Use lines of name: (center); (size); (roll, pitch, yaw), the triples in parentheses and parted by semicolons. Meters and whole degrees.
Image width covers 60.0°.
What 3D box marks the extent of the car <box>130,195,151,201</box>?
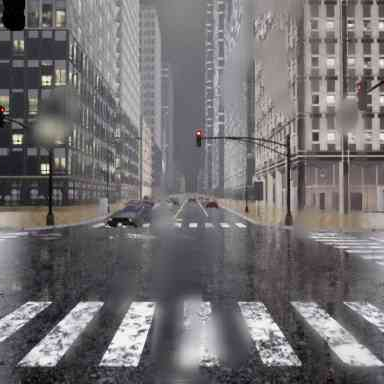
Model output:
car: (-5.687, 1.453, 33.774); (1.967, 1.590, 4.097); (1, 0, 0)

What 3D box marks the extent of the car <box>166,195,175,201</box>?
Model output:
car: (-5.712, 1.587, 89.525); (2.008, 1.369, 4.403); (1, 0, 0)

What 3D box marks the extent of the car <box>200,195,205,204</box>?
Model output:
car: (2.683, 1.547, 56.315); (1.752, 1.417, 4.829); (1, 0, 0)

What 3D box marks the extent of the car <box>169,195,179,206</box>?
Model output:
car: (-3.092, 1.570, 56.677); (2.033, 1.411, 5.357); (0, 0, 0)

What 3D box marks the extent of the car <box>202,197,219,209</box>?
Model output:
car: (2.685, 1.599, 44.989); (1.802, 1.307, 4.206); (1, 0, 0)

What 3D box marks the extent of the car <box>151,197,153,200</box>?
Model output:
car: (-5.693, 1.597, 39.349); (1.802, 1.307, 4.206); (1, 0, 0)

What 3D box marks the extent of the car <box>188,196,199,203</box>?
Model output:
car: (0.055, 1.574, 70.490); (2.033, 1.411, 5.357); (0, 0, 0)

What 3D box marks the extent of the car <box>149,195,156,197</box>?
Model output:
car: (-5.689, 1.332, 44.924); (2.192, 1.841, 5.009); (1, 0, 0)

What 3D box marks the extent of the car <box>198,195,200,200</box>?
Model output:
car: (2.679, 1.590, 61.722); (1.947, 1.339, 4.313); (1, 0, 0)

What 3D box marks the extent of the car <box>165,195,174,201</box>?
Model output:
car: (-5.710, 1.578, 83.950); (1.887, 1.381, 4.507); (1, 0, 0)

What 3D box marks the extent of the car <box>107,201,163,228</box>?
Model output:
car: (-3.807, 1.556, 22.355); (2.033, 1.411, 5.357); (0, 0, 10)

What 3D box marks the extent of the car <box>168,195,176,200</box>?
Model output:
car: (-5.715, 1.605, 95.101); (1.947, 1.339, 4.313); (1, 0, 0)

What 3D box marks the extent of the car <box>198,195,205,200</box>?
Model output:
car: (2.666, 1.584, 95.185); (1.887, 1.381, 4.507); (1, 0, 0)

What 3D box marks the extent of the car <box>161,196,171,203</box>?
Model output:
car: (-5.705, 1.573, 72.800); (1.887, 1.381, 4.507); (1, 0, 0)

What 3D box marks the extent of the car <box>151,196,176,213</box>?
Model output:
car: (-3.112, 1.540, 37.121); (1.812, 1.442, 4.674); (0, 0, 0)

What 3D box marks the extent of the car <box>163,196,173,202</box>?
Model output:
car: (-5.707, 1.582, 78.375); (2.008, 1.369, 4.403); (1, 0, 0)
